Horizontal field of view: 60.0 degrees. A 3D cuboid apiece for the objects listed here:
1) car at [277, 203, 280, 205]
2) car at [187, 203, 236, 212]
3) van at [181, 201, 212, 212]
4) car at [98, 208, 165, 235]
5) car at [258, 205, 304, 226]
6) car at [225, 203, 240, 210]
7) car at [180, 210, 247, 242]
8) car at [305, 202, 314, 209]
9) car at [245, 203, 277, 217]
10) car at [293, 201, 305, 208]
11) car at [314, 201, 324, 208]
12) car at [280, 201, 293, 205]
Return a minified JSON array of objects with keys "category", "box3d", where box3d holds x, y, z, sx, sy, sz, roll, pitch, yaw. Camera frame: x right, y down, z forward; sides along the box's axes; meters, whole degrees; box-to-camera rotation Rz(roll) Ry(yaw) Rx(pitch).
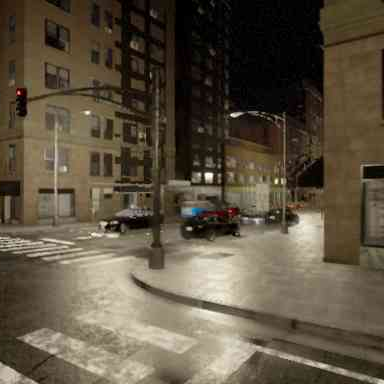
[{"category":"car","box3d":[10.041,2.174,45.841,1.752,1.417,4.829,-1,-1,36]},{"category":"car","box3d":[1.867,2.028,29.988,1.994,1.385,4.181,0,-1,36]},{"category":"van","box3d":[0.540,1.817,32.575,1.690,1.788,3.998,0,-1,36]},{"category":"car","box3d":[-3.891,1.857,21.947,2.128,1.511,4.902,0,-1,37]},{"category":"car","box3d":[7.471,2.047,27.609,1.947,1.339,4.313,-1,-1,36]},{"category":"car","box3d":[3.740,1.973,37.043,1.967,1.590,4.097,-1,-1,36]},{"category":"car","box3d":[1.070,1.937,18.671,1.947,1.339,4.313,-1,-1,36]},{"category":"car","box3d":[19.641,2.365,59.247,1.752,1.417,4.829,-1,-1,36]},{"category":"car","box3d":[7.691,2.093,38.121,1.812,1.442,4.674,0,-1,36]},{"category":"car","box3d":[16.540,2.216,54.919,1.967,1.590,4.097,-1,-1,36]},{"category":"car","box3d":[26.140,2.521,68.323,1.887,1.381,4.507,-1,-1,36]},{"category":"car","box3d":[13.340,2.294,50.447,1.802,1.307,4.206,-1,-1,36]}]
